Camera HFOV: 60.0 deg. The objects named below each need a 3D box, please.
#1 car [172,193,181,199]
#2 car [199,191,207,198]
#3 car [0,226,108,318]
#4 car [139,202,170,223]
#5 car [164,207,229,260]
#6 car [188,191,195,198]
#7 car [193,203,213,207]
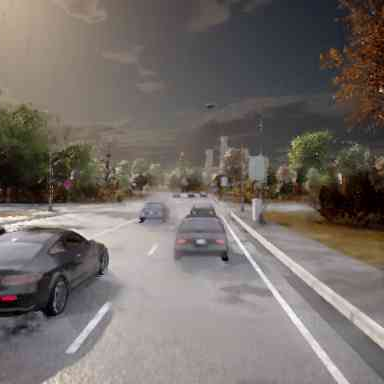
[{"bbox_3d":[-3.970,0.995,85.955,2.033,1.411,5.357,0,1,2],"label":"car"},{"bbox_3d":[3.297,0.838,93.183,1.812,1.442,4.674,0,1,2],"label":"car"},{"bbox_3d":[-3.261,1.513,7.336,1.812,1.442,4.674,0,0,1],"label":"car"},{"bbox_3d":[-2.702,1.467,24.593,2.033,1.411,5.357,0,0,0],"label":"car"},{"bbox_3d":[0.356,1.526,12.399,2.033,1.411,5.357,0,0,2],"label":"car"},{"bbox_3d":[-0.213,0.905,92.997,1.895,1.301,4.718,0,1,2],"label":"car"},{"bbox_3d":[0.847,1.517,25.912,1.895,1.301,4.718,0,0,3],"label":"car"}]
